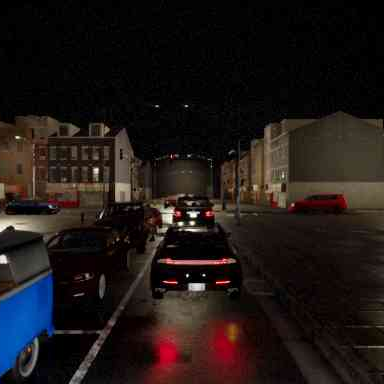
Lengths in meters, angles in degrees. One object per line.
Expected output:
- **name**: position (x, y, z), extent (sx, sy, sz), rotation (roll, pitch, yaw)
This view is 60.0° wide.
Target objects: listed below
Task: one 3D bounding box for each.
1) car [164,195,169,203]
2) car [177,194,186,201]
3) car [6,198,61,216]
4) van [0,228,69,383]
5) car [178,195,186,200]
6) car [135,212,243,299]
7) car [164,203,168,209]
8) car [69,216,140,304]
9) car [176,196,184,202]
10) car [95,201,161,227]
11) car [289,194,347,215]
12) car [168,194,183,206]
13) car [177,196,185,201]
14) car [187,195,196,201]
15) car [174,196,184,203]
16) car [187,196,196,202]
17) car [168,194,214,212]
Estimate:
- **car**: position (-2.714, 1.333, 45.481), extent (2.192, 1.841, 5.009), rotation (0, 0, 0)
- **car**: position (-2.782, 1.400, 88.896), extent (2.192, 1.841, 5.009), rotation (0, 0, 0)
- **car**: position (-14.651, 1.359, 30.918), extent (4.553, 1.767, 2.097), rotation (0, 0, 0)
- **van**: position (-2.648, 1.341, 2.769), extent (1.690, 1.788, 3.998), rotation (0, 0, 0)
- **car**: position (-2.789, 1.536, 94.323), extent (1.967, 1.590, 4.097), rotation (0, 0, 0)
- **car**: position (0.086, 1.491, 8.400), extent (2.128, 1.511, 4.902), rotation (0, 0, 0)
- **car**: position (-2.672, 1.546, 19.071), extent (1.887, 1.381, 4.507), rotation (0, 0, 0)
- **car**: position (-2.655, 1.544, 8.203), extent (1.887, 1.381, 4.507), rotation (0, 0, 0)
- **car**: position (-2.763, 1.589, 77.872), extent (1.752, 1.417, 4.829), rotation (0, 0, 0)
- **car**: position (-2.665, 1.315, 13.637), extent (2.192, 1.841, 5.009), rotation (0, 0, 0)
- **car**: position (12.778, 1.231, 33.864), extent (5.566, 2.045, 2.150), rotation (-1, 0, 0)
- **car**: position (-2.731, 1.345, 56.335), extent (2.192, 1.841, 5.009), rotation (0, 0, 0)
- **car**: position (-2.771, 1.640, 83.469), extent (1.947, 1.339, 4.313), rotation (0, 0, 0)
- **car**: position (-0.132, 1.437, 86.201), extent (2.128, 1.511, 4.902), rotation (0, 0, 0)
- **car**: position (-2.755, 1.605, 72.615), extent (2.008, 1.369, 4.403), rotation (0, 0, 0)
- **car**: position (-0.117, 1.649, 76.229), extent (1.895, 1.301, 4.718), rotation (0, 0, 0)
- **car**: position (0.072, 1.223, 18.593), extent (2.150, 2.045, 5.566), rotation (0, 0, 0)
